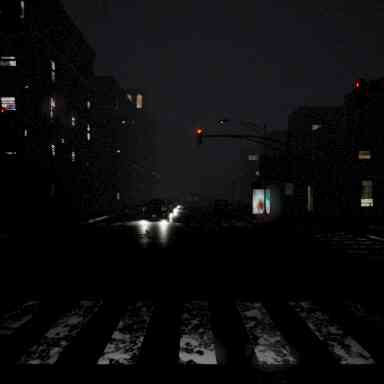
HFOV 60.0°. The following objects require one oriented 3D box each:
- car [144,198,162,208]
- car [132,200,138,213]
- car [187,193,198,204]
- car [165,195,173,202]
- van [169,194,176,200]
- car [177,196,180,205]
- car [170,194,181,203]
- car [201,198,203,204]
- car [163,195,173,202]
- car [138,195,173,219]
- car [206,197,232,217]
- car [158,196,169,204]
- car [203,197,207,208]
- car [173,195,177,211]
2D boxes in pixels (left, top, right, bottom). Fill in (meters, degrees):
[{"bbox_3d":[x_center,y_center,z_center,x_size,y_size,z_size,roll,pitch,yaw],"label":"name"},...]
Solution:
[{"bbox_3d":[-5.665,1.572,48.920,2.008,1.369,4.403,0,0,0],"label":"car"},{"bbox_3d":[-5.673,1.561,37.526,2.008,1.369,4.403,0,0,0],"label":"car"},{"bbox_3d":[0.140,1.263,66.224,2.150,2.045,5.566,0,0,0],"label":"car"},{"bbox_3d":[-5.645,1.593,82.929,1.752,1.417,4.829,-1,0,0],"label":"car"},{"bbox_3d":[-5.639,1.431,94.493,1.690,1.788,3.998,-1,0,0],"label":"van"},{"bbox_3d":[-3.066,1.620,47.604,1.895,1.301,4.718,0,0,0],"label":"car"},{"bbox_3d":[-3.021,1.524,58.624,2.128,1.511,4.902,0,0,1],"label":"car"},{"bbox_3d":[2.715,1.572,48.927,2.008,1.369,4.403,0,0,0],"label":"car"},{"bbox_3d":[-5.649,1.498,77.402,1.967,1.590,4.097,0,0,0],"label":"car"},{"bbox_3d":[-3.081,1.356,29.090,2.097,1.767,4.553,0,0,0],"label":"car"},{"bbox_3d":[2.704,1.446,31.836,1.967,1.590,4.097,0,0,0],"label":"car"},{"bbox_3d":[-5.655,1.566,65.840,1.752,1.417,4.829,0,0,0],"label":"car"},{"bbox_3d":[2.712,1.597,43.230,1.802,1.307,4.206,0,0,0],"label":"car"},{"bbox_3d":[-3.073,1.489,38.209,1.882,1.535,5.008,0,0,0],"label":"car"}]
